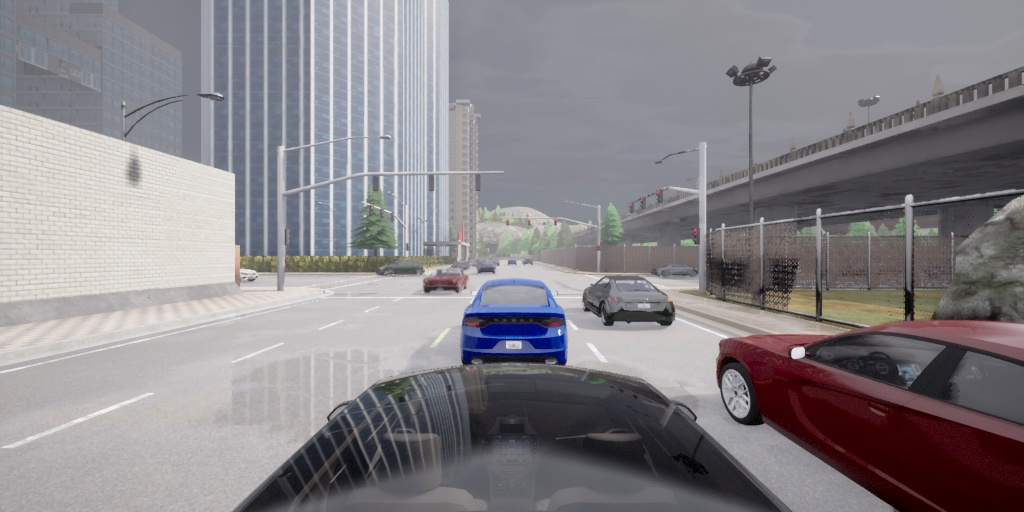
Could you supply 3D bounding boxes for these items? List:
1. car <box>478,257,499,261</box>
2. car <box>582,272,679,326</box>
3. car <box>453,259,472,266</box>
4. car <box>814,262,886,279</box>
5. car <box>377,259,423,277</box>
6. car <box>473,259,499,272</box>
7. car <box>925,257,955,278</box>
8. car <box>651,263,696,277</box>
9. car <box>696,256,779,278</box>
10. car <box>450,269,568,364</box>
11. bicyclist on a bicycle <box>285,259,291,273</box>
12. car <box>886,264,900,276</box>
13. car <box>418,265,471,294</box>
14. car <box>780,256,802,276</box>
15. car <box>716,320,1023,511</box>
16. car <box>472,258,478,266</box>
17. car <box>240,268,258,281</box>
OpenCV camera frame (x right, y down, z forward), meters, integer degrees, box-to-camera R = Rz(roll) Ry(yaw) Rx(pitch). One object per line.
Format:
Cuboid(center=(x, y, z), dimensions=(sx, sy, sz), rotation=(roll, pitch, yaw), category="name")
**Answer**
Cuboid(center=(-3.575, 1.241, 53.737), dimensions=(2.128, 1.511, 4.902), rotation=(0, 0, 0), category="car")
Cuboid(center=(3.577, 1.314, 11.689), dimensions=(1.994, 1.385, 4.181), rotation=(0, 0, 0), category="car")
Cuboid(center=(-7.079, 1.314, 49.292), dimensions=(1.994, 1.385, 4.181), rotation=(0, 0, 0), category="car")
Cuboid(center=(29.773, 1.406, 31.974), dimensions=(4.718, 1.301, 1.895), rotation=(0, 0, 0), category="car")
Cuboid(center=(-11.390, 1.149, 36.718), dimensions=(4.553, 1.767, 2.097), rotation=(0, -1, -30), category="car")
Cuboid(center=(-2.969, 1.373, 40.037), dimensions=(1.895, 1.301, 4.718), rotation=(0, 0, -9), category="car")
Cuboid(center=(40.481, 1.027, 31.976), dimensions=(5.566, 2.045, 2.150), rotation=(0, 0, 0), category="car")
Cuboid(center=(16.026, 1.369, 35.453), dimensions=(4.181, 1.385, 1.994), rotation=(0, 0, 0), category="car")
Cuboid(center=(20.004, 1.027, 31.957), dimensions=(5.566, 2.045, 2.150), rotation=(0, 0, 0), category="car")
Cuboid(center=(0.055, 1.228, 8.029), dimensions=(1.882, 1.535, 5.008), rotation=(0, 0, 1), category="car")
Cuboid(center=(-25.289, 1.106, 40.160), dimensions=(0.582, 1.620, 1.656), rotation=(0, 0, 0), category="bicyclist on a bicycle")
Cuboid(center=(35.561, 1.331, 35.472), dimensions=(4.674, 1.442, 1.812), rotation=(0, 0, 0), category="car")
Cuboid(center=(-3.594, 1.365, 20.129), dimensions=(1.895, 1.301, 4.718), rotation=(0, 0, 0), category="car")
Cuboid(center=(25.383, 1.027, 35.475), dimensions=(5.566, 2.045, 2.150), rotation=(0, 0, -1), category="car")
Cuboid(center=(3.602, 1.228, 2.695), dimensions=(1.882, 1.535, 5.008), rotation=(0, 0, 0), category="car")
Cuboid(center=(-7.041, 1.243, 63.636), dimensions=(2.128, 1.511, 4.902), rotation=(0, 0, 0), category="car")
Cuboid(center=(-22.630, 1.331, 28.203), dimensions=(4.674, 1.442, 1.812), rotation=(0, 0, 0), category="car")
